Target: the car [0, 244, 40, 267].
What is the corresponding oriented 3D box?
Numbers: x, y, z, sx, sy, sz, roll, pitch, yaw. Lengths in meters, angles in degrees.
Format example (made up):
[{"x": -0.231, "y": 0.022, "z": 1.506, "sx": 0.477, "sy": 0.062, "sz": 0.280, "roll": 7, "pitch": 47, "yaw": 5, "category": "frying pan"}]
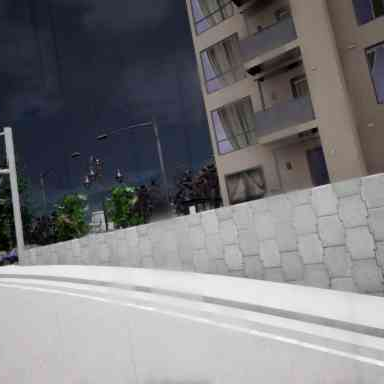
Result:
[{"x": -15.523, "y": 5.646, "z": 29.606, "sx": 2.097, "sy": 1.767, "sz": 4.553, "roll": -15, "pitch": -9, "yaw": 35, "category": "car"}]
